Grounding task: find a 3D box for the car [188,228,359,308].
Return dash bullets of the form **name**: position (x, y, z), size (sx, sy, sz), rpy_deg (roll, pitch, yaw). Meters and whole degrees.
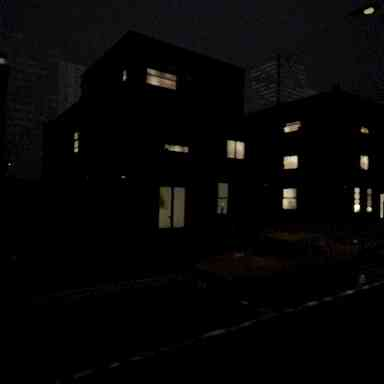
- **car**: position (2.166, 1.585, 8.043), size (4.829, 1.417, 1.752), rpy_deg (1, 1, -35)
